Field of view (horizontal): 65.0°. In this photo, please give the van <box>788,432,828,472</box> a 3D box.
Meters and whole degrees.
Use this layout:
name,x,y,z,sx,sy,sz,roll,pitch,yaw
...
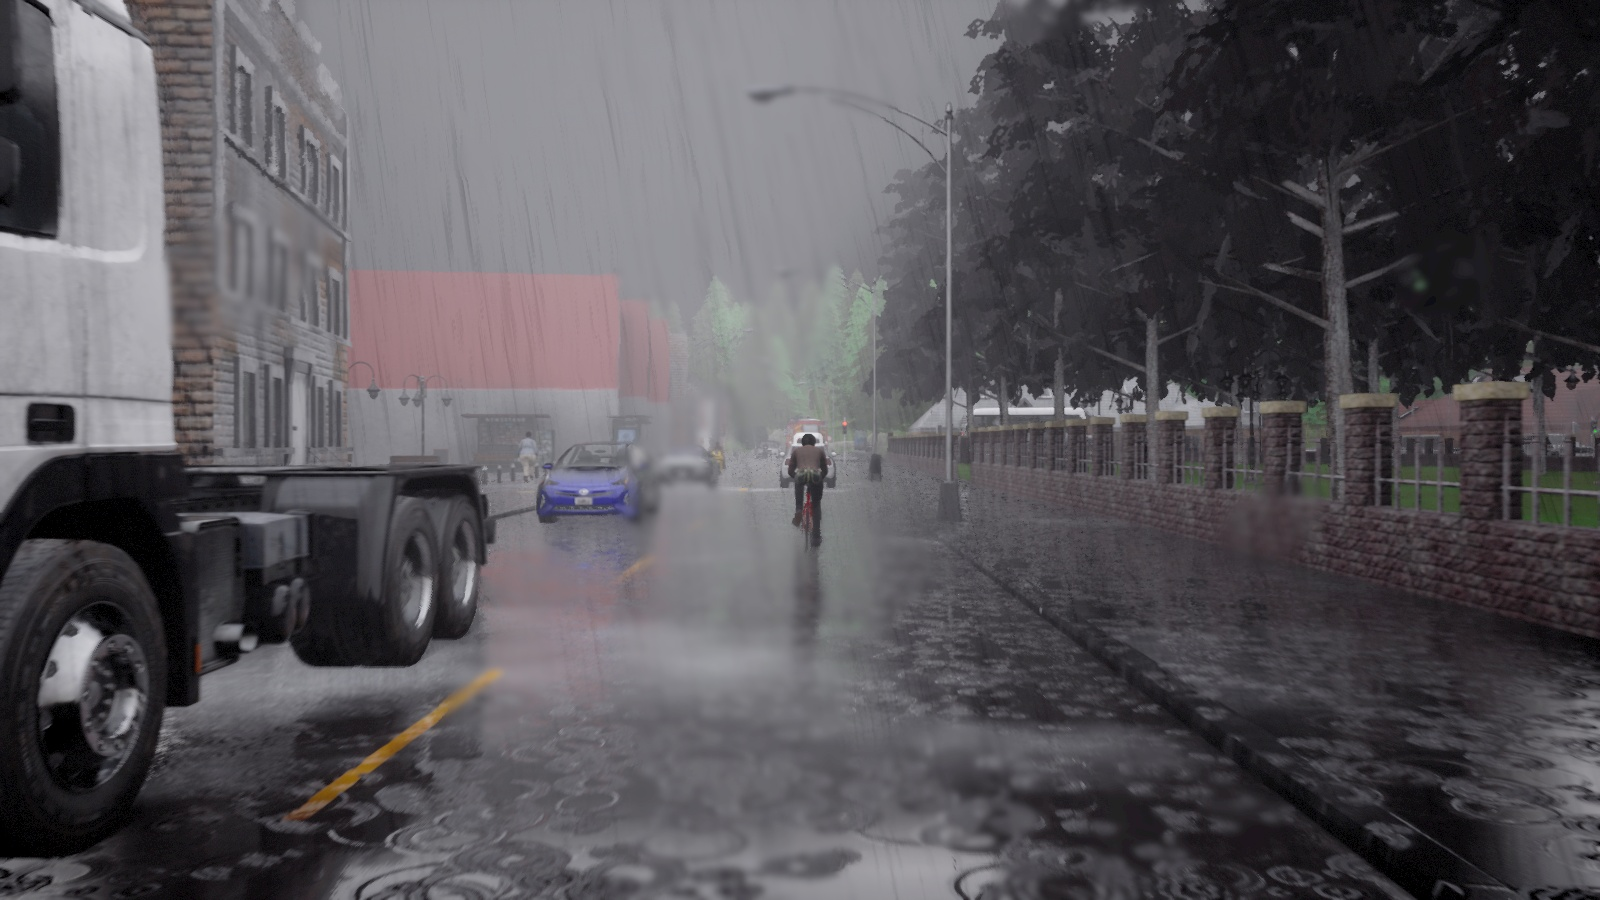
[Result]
name,x,y,z,sx,sy,sz,roll,pitch,yaw
van,0.423,0.099,65.859,2.069,2.038,4.480,0,0,0

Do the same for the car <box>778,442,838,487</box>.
name,x,y,z,sx,sy,sz,roll,pitch,yaw
car,0.268,0.468,43.255,1.970,1.475,3.806,0,0,0

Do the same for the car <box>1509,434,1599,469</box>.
name,x,y,z,sx,sy,sz,roll,pitch,yaw
car,45.739,0.073,76.222,2.150,2.045,5.566,0,0,-2

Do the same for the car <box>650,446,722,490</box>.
name,x,y,z,sx,sy,sz,roll,pitch,yaw
car,-3.742,0.571,41.840,1.994,1.385,4.181,0,0,1

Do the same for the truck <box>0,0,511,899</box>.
name,x,y,z,sx,sy,sz,roll,pitch,yaw
truck,-3.942,-0.277,6.773,2.891,3.462,7.936,0,0,0

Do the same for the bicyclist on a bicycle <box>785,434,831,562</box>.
name,x,y,z,sx,sy,sz,roll,pitch,yaw
bicyclist on a bicycle,0.111,0.605,16.754,0.582,1.620,1.656,0,0,0

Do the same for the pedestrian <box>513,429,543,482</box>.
name,x,y,z,sx,sy,sz,roll,pitch,yaw
pedestrian,-9.735,0.195,44.999,0.874,1.855,0.900,0,0,0

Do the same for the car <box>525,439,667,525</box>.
name,x,y,z,sx,sy,sz,roll,pitch,yaw
car,-3.846,0.552,24.461,2.007,1.525,4.514,0,0,0
